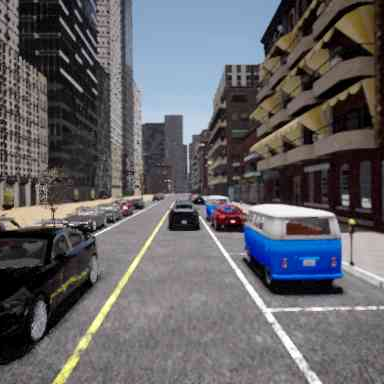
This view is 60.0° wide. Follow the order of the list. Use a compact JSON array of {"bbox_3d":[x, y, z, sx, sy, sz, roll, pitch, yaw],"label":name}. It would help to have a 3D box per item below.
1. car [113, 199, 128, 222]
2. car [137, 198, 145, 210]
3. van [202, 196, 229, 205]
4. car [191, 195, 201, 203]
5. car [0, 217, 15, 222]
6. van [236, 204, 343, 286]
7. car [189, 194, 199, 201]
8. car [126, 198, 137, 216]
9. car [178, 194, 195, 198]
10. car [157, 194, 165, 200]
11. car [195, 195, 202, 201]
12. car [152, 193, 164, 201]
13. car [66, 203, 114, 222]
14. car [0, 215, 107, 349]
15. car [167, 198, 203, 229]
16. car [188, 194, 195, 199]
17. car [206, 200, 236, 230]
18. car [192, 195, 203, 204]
[{"bbox_3d":[-6.429,1.514,25.283,2.008,1.369,4.403,-1,0,-2],"label":"car"},{"bbox_3d":[-6.940,1.473,41.844,1.947,1.339,4.313,-1,0,-2],"label":"car"},{"bbox_3d":[1.945,1.219,25.539,1.690,1.788,3.998,-1,0,-2],"label":"van"},{"bbox_3d":[0.748,1.284,64.352,1.752,1.417,4.829,-1,0,-2],"label":"car"},{"bbox_3d":[-5.918,1.462,8.723,1.967,1.590,4.097,-1,0,-2],"label":"car"},{"bbox_3d":[2.457,1.278,8.980,1.690,1.788,3.998,-1,0,-2],"label":"van"},{"bbox_3d":[0.413,1.276,75.223,1.887,1.381,4.507,-1,0,-2],"label":"car"},{"bbox_3d":[-6.600,1.384,30.803,1.967,1.590,4.097,-1,0,-2],"label":"car"},{"bbox_3d":[-1.107,1.344,40.505,2.128,1.511,4.902,-1,0,-2],"label":"car"},{"bbox_3d":[-8.474,1.344,91.526,1.947,1.339,4.313,-1,0,-2],"label":"car"},{"bbox_3d":[1.096,1.354,53.142,1.947,1.339,4.313,-1,0,-2],"label":"car"},{"bbox_3d":[-7.963,1.382,74.965,1.947,1.339,4.313,-1,0,-2],"label":"car"},{"bbox_3d":[-6.258,1.533,19.762,2.008,1.369,4.403,-1,0,-2],"label":"car"},{"bbox_3d":[-3.254,1.482,6.544,1.882,1.535,5.008,-1,0,-2],"label":"car"},{"bbox_3d":[-0.517,1.426,21.226,1.837,1.490,4.892,-1,1,-2],"label":"car"},{"bbox_3d":[-0.099,1.238,91.783,1.887,1.381,4.507,-1,0,-2],"label":"car"},{"bbox_3d":[2.118,1.442,20.020,1.887,1.381,4.507,-1,0,-2],"label":"car"},{"bbox_3d":[0.920,1.298,58.831,1.752,1.417,4.829,-1,0,-2],"label":"car"}]
